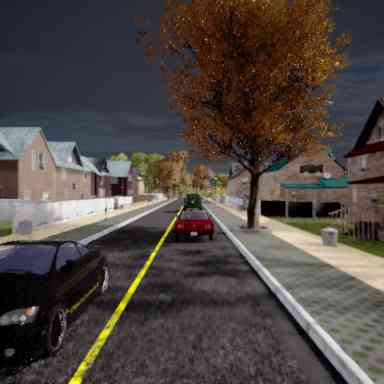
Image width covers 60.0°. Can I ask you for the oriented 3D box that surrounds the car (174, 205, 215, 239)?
[{"bbox_3d":[0.094,1.596,17.295,1.895,1.301,4.718,0,0,0],"label":"car"}]

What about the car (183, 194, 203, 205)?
[{"bbox_3d":[0.086,1.207,39.214,2.150,2.045,5.566,0,0,0],"label":"car"}]

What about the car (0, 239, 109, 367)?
[{"bbox_3d":[-2.851,1.562,5.868,1.994,1.385,4.181,0,0,0],"label":"car"}]
